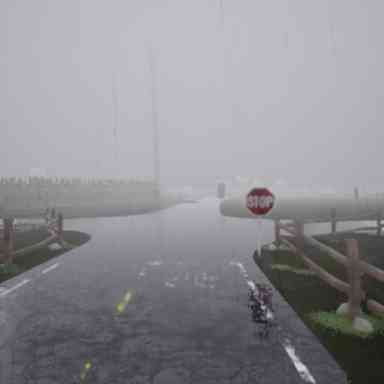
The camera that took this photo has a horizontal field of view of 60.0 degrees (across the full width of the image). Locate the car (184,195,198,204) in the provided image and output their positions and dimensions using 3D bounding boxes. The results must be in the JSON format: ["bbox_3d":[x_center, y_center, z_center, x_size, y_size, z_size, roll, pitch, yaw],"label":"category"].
[{"bbox_3d":[-0.070,1.253,53.899,1.994,1.385,4.181,0,1,6],"label":"car"}]
